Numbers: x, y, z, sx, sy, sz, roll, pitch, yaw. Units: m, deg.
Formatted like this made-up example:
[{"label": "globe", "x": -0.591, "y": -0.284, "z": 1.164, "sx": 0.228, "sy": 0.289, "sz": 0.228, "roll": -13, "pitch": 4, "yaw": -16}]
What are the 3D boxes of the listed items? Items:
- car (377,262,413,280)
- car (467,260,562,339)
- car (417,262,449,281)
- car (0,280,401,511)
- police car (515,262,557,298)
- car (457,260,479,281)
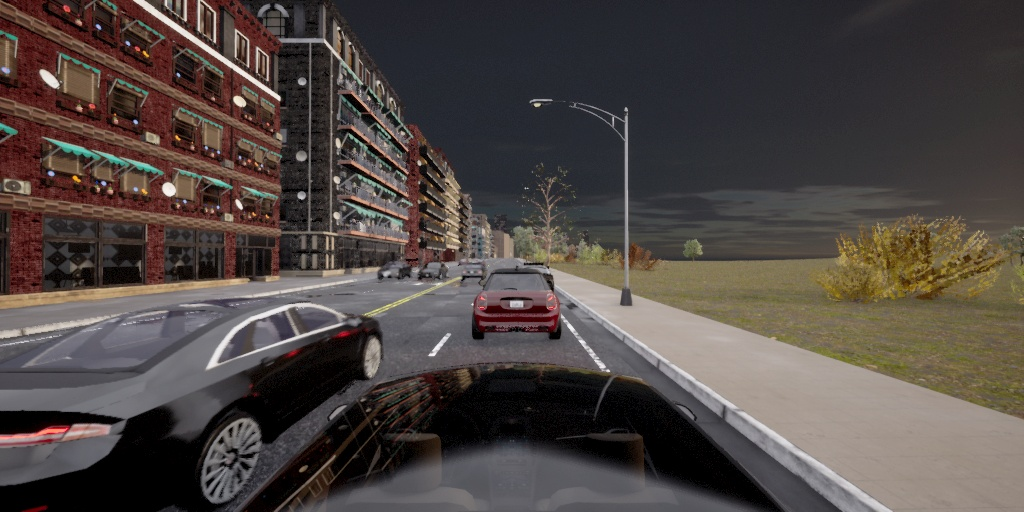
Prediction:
[{"label": "car", "x": -9.793, "y": 1.244, "z": 30.300, "sx": 2.128, "sy": 1.511, "sz": 4.902, "roll": 0, "pitch": 0, "yaw": 0}, {"label": "car", "x": 0.112, "y": 1.103, "z": 10.184, "sx": 2.097, "sy": 1.767, "sz": 4.553, "roll": 0, "pitch": 0, "yaw": 0}, {"label": "car", "x": -6.543, "y": 1.257, "z": 30.062, "sx": 1.837, "sy": 1.490, "sz": 4.892, "roll": 0, "pitch": 0, "yaw": 0}, {"label": "car", "x": -3.146, "y": 1.241, "z": 4.297, "sx": 2.128, "sy": 1.511, "sz": 4.902, "roll": 0, "pitch": 0, "yaw": 0}, {"label": "police car", "x": 1.173, "y": 1.177, "z": 19.680, "sx": 1.930, "sy": 1.638, "sz": 5.238, "roll": 0, "pitch": 0, "yaw": 0}, {"label": "car", "x": -3.089, "y": 1.300, "z": 30.171, "sx": 2.033, "sy": 1.411, "sz": 5.357, "roll": 0, "pitch": 0, "yaw": 0}]
